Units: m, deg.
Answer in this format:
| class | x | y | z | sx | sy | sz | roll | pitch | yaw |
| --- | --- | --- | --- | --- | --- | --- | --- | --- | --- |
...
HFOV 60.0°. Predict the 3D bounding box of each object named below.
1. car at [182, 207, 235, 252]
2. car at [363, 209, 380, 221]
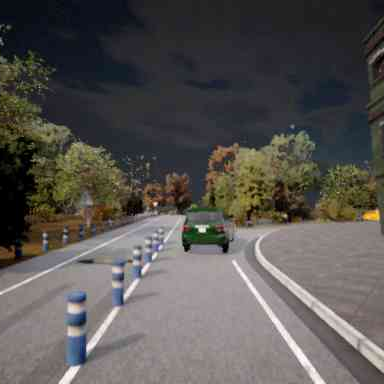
| class | x | y | z | sx | sy | sz | roll | pitch | yaw |
| --- | --- | --- | --- | --- | --- | --- | --- | --- | --- |
| car | 0.955 | 1.782 | 17.268 | 2.150 | 2.045 | 5.566 | -2 | -1 | 11 |
| car | 19.758 | 2.358 | 33.418 | 5.008 | 1.535 | 1.882 | 1 | -9 | -14 |
